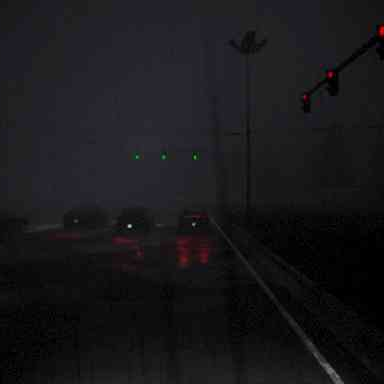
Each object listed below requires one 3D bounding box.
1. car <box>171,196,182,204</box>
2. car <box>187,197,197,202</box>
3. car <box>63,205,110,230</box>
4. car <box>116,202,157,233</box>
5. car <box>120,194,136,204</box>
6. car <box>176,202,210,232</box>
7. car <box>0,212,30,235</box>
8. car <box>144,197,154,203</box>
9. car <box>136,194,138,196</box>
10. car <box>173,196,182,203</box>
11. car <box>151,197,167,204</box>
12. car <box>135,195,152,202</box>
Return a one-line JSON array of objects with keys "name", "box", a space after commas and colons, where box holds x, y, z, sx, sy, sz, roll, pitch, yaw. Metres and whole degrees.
[{"name": "car", "box": [-3.481, 1.954, 71.559, 1.895, 1.301, 4.718, 0, 0, 0]}, {"name": "car", "box": [0.019, 1.883, 71.476, 2.128, 1.511, 4.902, 0, 0, 0]}, {"name": "car", "box": [-6.894, 1.590, 22.218, 1.882, 1.535, 5.008, 0, 0, 0]}, {"name": "car", "box": [-3.393, 1.609, 20.527, 1.837, 1.490, 4.892, 0, 0, 0]}, {"name": "car", "box": [-13.981, 1.716, 71.687, 2.097, 1.767, 4.553, 0, 0, 0]}, {"name": "car", "box": [0.107, 1.597, 20.851, 2.128, 1.511, 4.902, 0, 0, 0]}, {"name": "car", "box": [-10.395, 1.689, 17.272, 1.895, 1.301, 4.718, 0, 0, 0]}, {"name": "car", "box": [-10.478, 1.955, 81.781, 1.895, 1.301, 4.718, 0, 0, 0]}, {"name": "car", "box": [-13.978, 1.585, 81.784, 2.150, 2.045, 5.566, 0, 0, 0]}, {"name": "car", "box": [-3.478, 1.831, 81.748, 1.882, 1.535, 5.008, 0, 0, 0]}, {"name": "car", "box": [-6.981, 1.955, 71.588, 1.895, 1.301, 4.718, 0, 0, 0]}, {"name": "car", "box": [-10.481, 1.956, 71.667, 1.895, 1.301, 4.718, 0, 0, 0]}]
